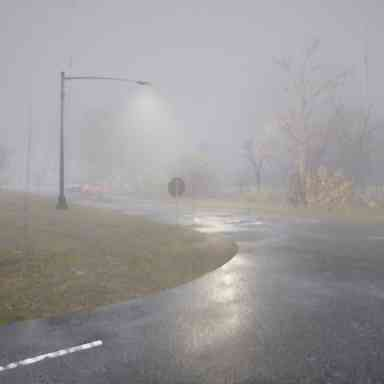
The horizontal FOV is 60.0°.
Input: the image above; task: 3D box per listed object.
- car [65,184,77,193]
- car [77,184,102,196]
[{"bbox_3d":[-20.412,-0.594,57.318,1.882,1.535,5.008,0,2,-34],"label":"car"},{"bbox_3d":[-15.014,-0.409,49.347,2.097,1.767,4.553,0,2,-34],"label":"car"}]
